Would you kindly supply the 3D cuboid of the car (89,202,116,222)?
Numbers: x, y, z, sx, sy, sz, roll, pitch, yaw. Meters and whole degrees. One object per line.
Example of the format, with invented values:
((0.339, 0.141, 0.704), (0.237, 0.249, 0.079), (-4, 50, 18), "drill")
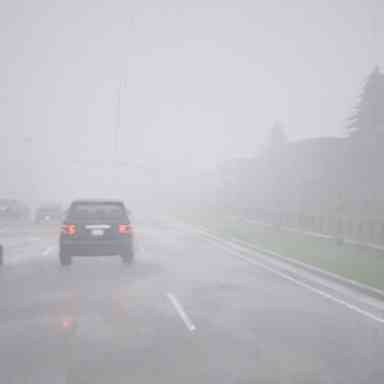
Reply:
((-7.533, 1.630, 28.037), (1.994, 1.385, 4.181), (1, 0, -15), "car")

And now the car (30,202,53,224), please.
((-10.250, 1.492, 24.590), (1.837, 1.490, 4.892), (1, -1, -15), "car")

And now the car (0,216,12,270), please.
((-5.803, 1.471, 7.514), (1.812, 1.442, 4.674), (1, -1, -15), "car")

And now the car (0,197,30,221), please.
((-14.324, 1.275, 26.365), (2.097, 1.767, 4.553), (1, 0, -15), "car")

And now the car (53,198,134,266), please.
((-3.306, 1.244, 11.834), (2.150, 2.045, 5.566), (1, -1, -15), "car")
